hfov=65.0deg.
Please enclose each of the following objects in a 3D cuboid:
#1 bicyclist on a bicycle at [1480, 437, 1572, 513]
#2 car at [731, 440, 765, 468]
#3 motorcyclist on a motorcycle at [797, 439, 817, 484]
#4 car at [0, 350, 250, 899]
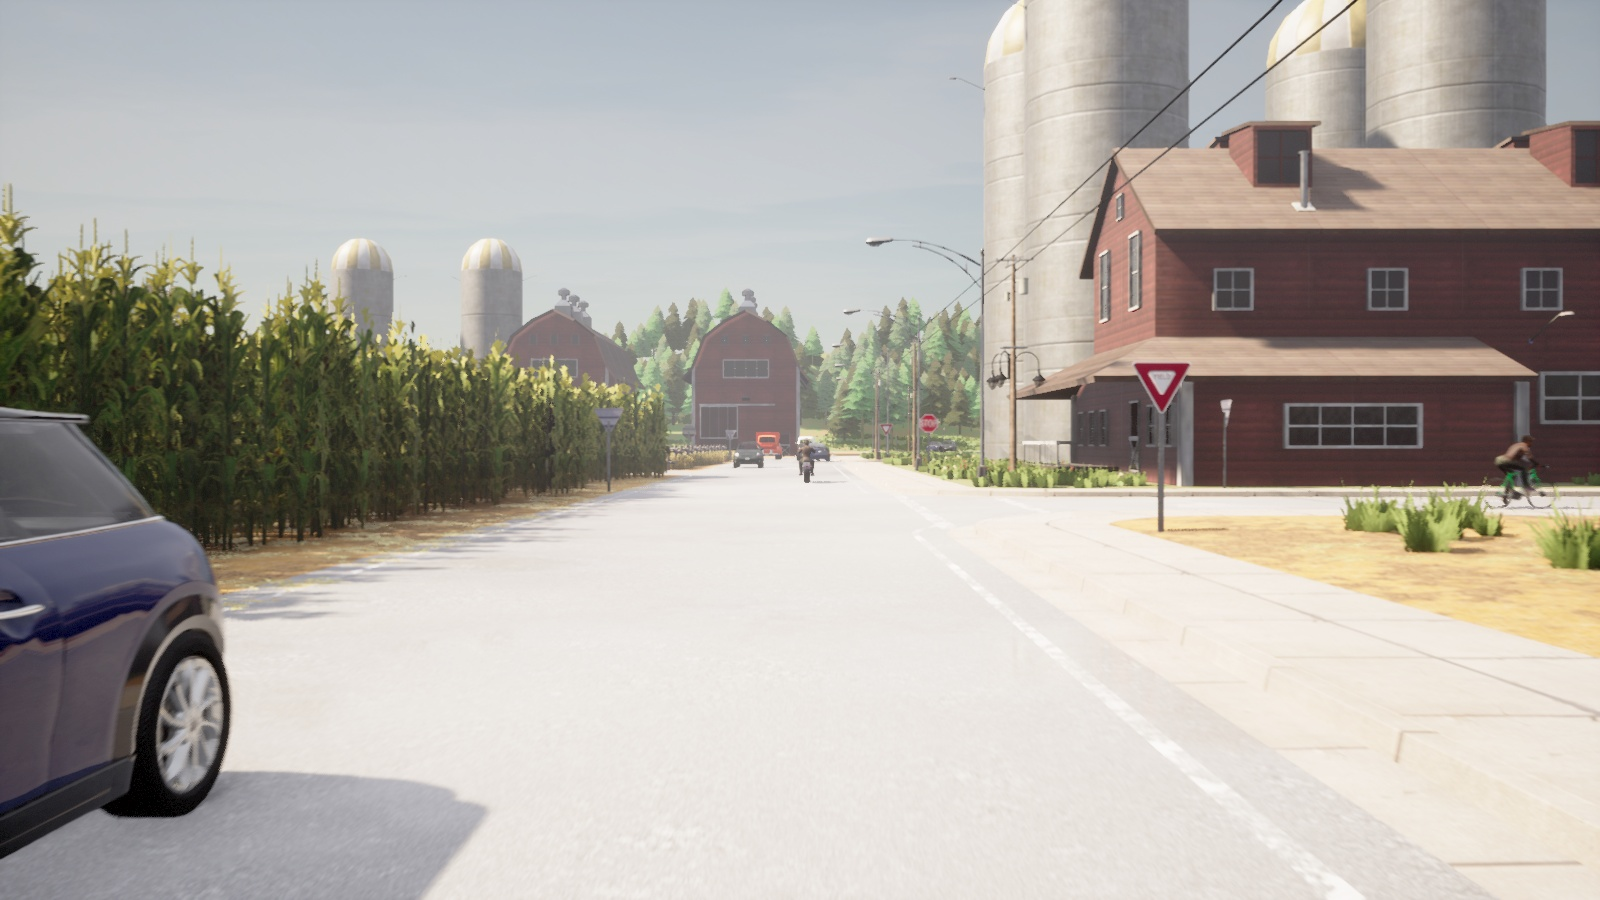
[{"bbox_3d":[15.820,0.531,27.380,1.656,1.620,0.582,0,0,-1],"label":"bicyclist on a bicycle"},{"bbox_3d":[-3.092,0.217,75.663,1.851,1.617,3.988,0,0,0],"label":"car"},{"bbox_3d":[0.264,0.427,47.941,0.766,1.649,2.350,0,0,0],"label":"motorcyclist on a motorcycle"},{"bbox_3d":[-3.468,0.584,3.225,2.097,1.767,4.553,0,0,0],"label":"car"}]
